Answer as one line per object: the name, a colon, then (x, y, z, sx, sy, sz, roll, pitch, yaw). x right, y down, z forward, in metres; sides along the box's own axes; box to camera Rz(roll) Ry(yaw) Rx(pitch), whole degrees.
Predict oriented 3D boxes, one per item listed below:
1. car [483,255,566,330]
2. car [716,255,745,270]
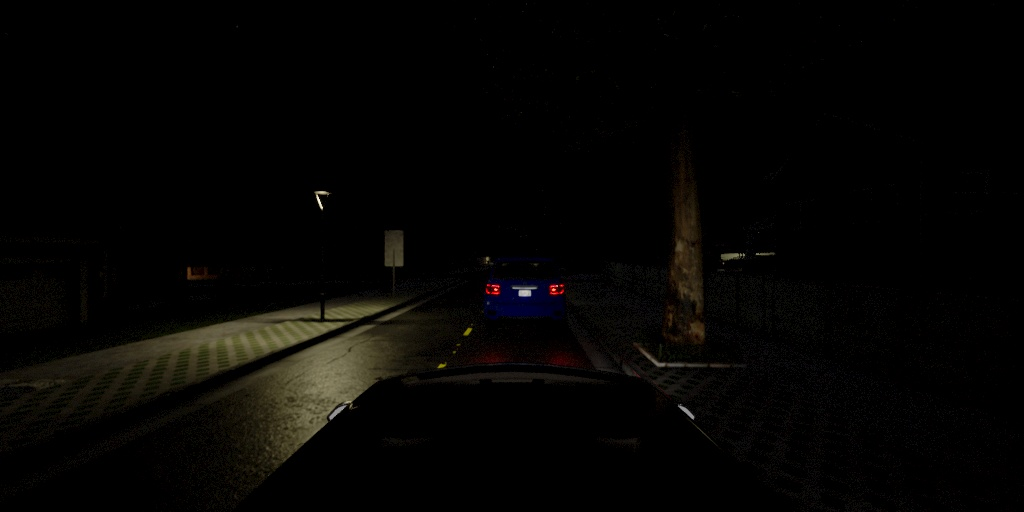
car: (0.385, 0.976, 11.287, 2.150, 2.045, 5.566, 0, 0, 2)
car: (23.463, 0.590, 36.093, 5.357, 1.411, 2.033, -2, 0, 2)
